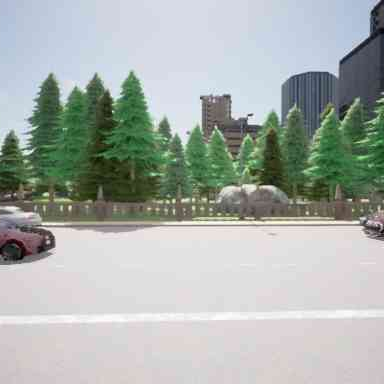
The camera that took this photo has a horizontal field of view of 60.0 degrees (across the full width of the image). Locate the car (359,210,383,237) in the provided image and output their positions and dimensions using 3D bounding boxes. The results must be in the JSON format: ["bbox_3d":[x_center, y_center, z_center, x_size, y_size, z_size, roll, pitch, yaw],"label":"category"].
[{"bbox_3d":[10.886,1.381,16.111,4.553,1.767,2.097,0,0,-2],"label":"car"}]

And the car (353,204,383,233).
[{"bbox_3d":[12.500,1.519,19.676,4.902,1.511,2.128,0,0,-2],"label":"car"}]

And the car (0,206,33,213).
[{"bbox_3d":[-10.957,1.554,18.759,4.674,1.442,1.812,0,0,-2],"label":"car"}]

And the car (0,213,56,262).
[{"bbox_3d":[-7.097,1.596,11.713,4.181,1.385,1.994,0,0,-2],"label":"car"}]
